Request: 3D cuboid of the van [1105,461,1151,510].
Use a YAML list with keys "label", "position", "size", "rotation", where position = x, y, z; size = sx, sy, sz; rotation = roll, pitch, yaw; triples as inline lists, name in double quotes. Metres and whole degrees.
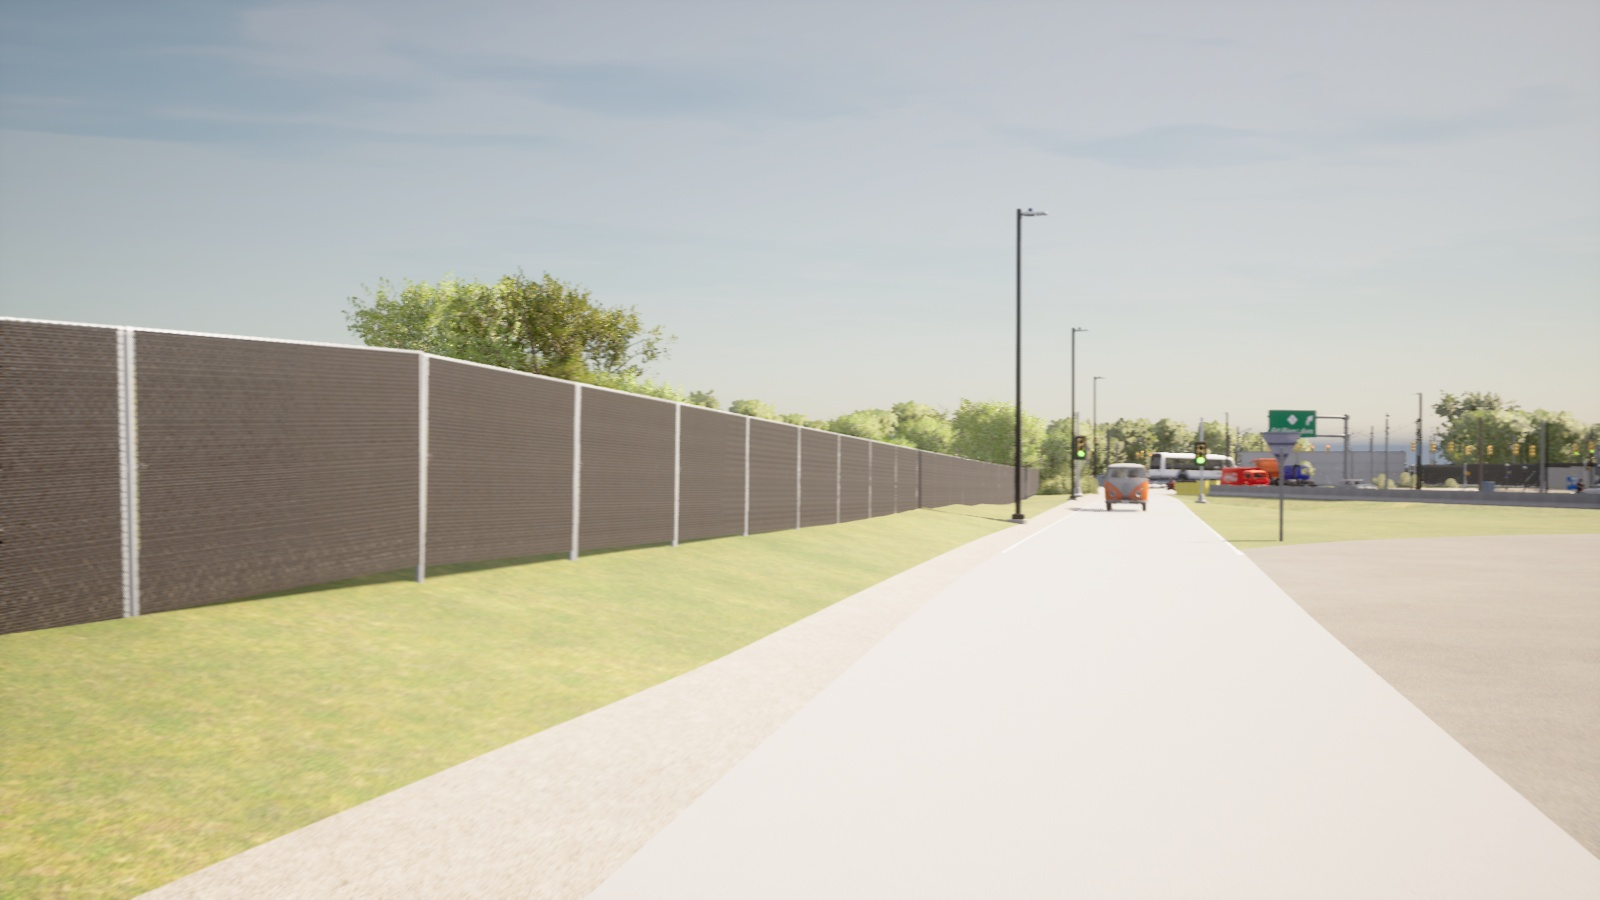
- label: "van"
  position: [13.885, 1.468, 53.041]
  size: [1.775, 1.987, 4.442]
  rotation: [0, -1, 16]
